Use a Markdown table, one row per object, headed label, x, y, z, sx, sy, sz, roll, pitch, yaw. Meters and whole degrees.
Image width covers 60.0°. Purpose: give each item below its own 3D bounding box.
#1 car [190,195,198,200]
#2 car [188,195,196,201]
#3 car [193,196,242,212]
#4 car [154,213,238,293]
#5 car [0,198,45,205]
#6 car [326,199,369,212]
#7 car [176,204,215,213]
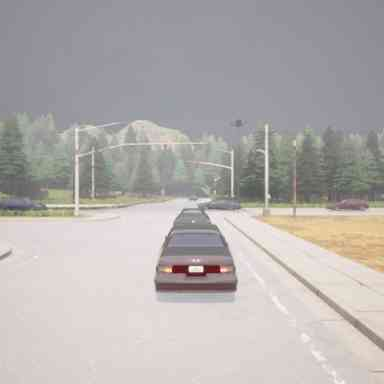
| label | x | y | z | sx | sy | sz | roll | pitch | yaw |
| --- | --- | --- | --- | --- | --- | --- | --- | --- | --- |
| car | 0.508 | 1.540 | 90.476 | 1.994 | 1.385 | 4.181 | 0 | 0 | 2 |
| car | 0.155 | 1.584 | 80.495 | 1.895 | 1.301 | 4.718 | 0 | 0 | 2 |
| car | 3.223 | 1.560 | 39.347 | 5.357 | 1.411 | 2.033 | 0 | 0 | 9 |
| car | 0.077 | 1.548 | 8.987 | 2.033 | 1.411 | 5.357 | 0 | 0 | 0 |
| car | -18.086 | 1.391 | 35.750 | 4.553 | 1.767 | 2.097 | 0 | 0 | 1 |
| car | 18.146 | 1.533 | 38.816 | 4.674 | 1.442 | 1.812 | -1 | 0 | 1 |
| car | 0.044 | 1.559 | 18.212 | 1.994 | 1.385 | 4.181 | 0 | 0 | 1 |
